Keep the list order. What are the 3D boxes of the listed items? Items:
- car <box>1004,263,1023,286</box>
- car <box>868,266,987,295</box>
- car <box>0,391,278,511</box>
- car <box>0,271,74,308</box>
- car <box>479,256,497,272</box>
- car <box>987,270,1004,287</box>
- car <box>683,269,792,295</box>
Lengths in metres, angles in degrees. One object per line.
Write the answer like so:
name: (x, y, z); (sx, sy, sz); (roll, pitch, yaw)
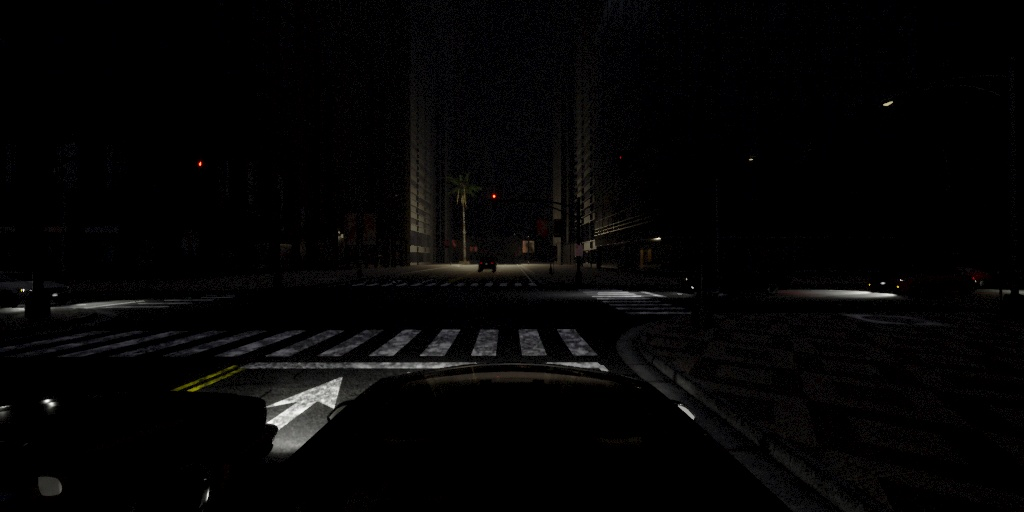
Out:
car: (32.065, 1.115, 21.857); (4.097, 1.591, 1.967); (0, 0, -1)
car: (21.541, 1.248, 18.914); (4.181, 1.385, 1.994); (0, 0, 0)
car: (-3.176, 1.297, 0.755); (2.033, 1.411, 5.357); (0, 0, 4)
car: (-21.378, 1.354, 14.979); (4.674, 1.442, 1.812); (0, 0, 1)
car: (-3.238, 1.083, 48.243); (2.150, 2.045, 5.566); (0, 0, 0)
car: (26.427, 1.273, 21.759); (4.207, 1.307, 1.802); (0, 0, -1)
car: (11.619, 1.319, 18.750); (4.718, 1.301, 1.895); (0, 0, -1)
